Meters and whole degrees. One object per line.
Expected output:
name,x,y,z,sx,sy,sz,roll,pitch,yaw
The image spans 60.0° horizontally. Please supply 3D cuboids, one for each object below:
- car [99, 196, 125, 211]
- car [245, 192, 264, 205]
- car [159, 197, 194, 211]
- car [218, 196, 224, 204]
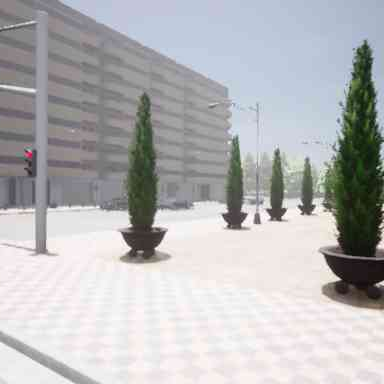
car,-7.420,1.201,34.902,1.837,1.490,4.892,1,0,36
car,9.201,1.056,51.575,2.150,2.045,5.566,1,0,36
car,-1.890,1.279,36.547,2.033,1.411,5.357,1,0,36
car,6.038,1.055,53.187,2.097,1.767,4.553,1,1,36
